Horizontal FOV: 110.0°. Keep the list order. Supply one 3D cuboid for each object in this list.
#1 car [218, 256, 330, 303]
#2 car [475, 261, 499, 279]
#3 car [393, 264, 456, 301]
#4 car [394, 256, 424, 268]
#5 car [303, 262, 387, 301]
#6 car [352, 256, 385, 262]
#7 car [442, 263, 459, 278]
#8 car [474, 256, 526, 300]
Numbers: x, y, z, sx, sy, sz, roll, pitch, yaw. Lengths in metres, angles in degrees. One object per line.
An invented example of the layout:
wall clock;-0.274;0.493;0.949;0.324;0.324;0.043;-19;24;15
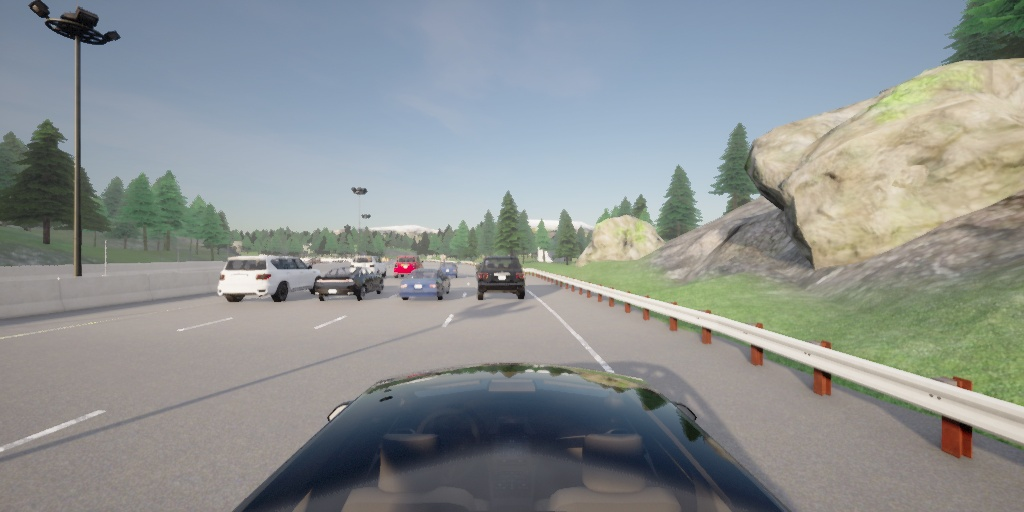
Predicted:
car;-11.089;1.007;16.992;2.150;2.045;5.566;0;0;-4
car;-2.450;1.266;33.838;1.837;1.490;4.892;0;0;-9
car;-4.106;1.313;17.493;2.033;1.411;5.357;0;0;-4
car;-9.375;1.008;32.813;2.150;2.045;5.566;0;0;-9
car;-7.596;1.245;17.227;2.128;1.511;4.902;0;0;-4
car;-12.835;1.008;32.285;2.150;2.045;5.566;0;0;-9
car;-5.910;1.313;33.310;2.033;1.411;5.357;0;0;-9
car;-0.619;1.008;17.788;2.150;2.045;5.566;0;0;-4
